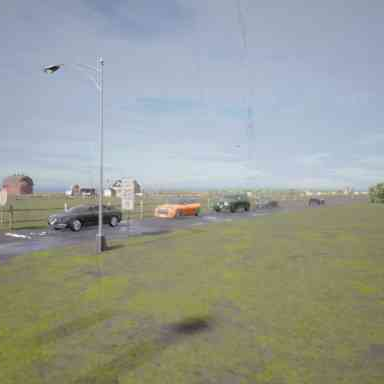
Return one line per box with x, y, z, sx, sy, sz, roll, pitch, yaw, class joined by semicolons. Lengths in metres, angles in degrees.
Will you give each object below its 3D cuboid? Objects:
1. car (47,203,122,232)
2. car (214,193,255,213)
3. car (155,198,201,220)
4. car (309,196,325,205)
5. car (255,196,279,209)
-6.428;1.475;20.407;1.837;1.490;4.892;1;0;32;car
4.595;1.177;36.950;2.150;2.045;5.566;1;0;34;car
-1.130;1.314;28.398;2.097;1.767;4.553;1;1;34;car
21.296;1.486;56.666;1.837;1.490;4.892;1;0;34;car
10.119;1.305;45.162;2.097;1.767;4.553;1;0;34;car
